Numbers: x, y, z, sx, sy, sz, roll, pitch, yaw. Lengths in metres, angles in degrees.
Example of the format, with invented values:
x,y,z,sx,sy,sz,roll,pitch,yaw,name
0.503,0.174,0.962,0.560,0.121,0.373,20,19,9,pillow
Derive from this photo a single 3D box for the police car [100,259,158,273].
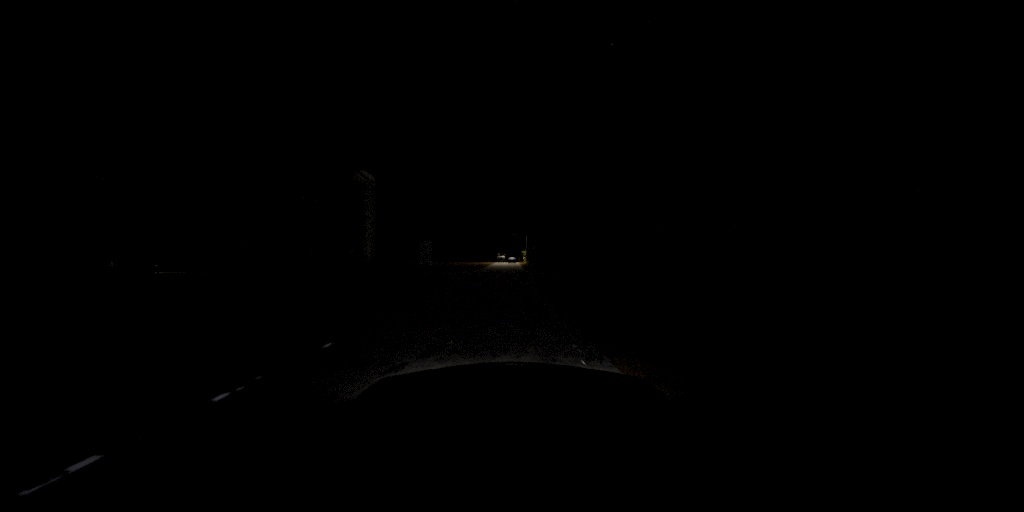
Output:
x,y,z,sx,sy,sz,roll,pitch,yaw,name
-41.822,1.059,39.339,4.974,1.542,2.038,0,-1,0,police car
